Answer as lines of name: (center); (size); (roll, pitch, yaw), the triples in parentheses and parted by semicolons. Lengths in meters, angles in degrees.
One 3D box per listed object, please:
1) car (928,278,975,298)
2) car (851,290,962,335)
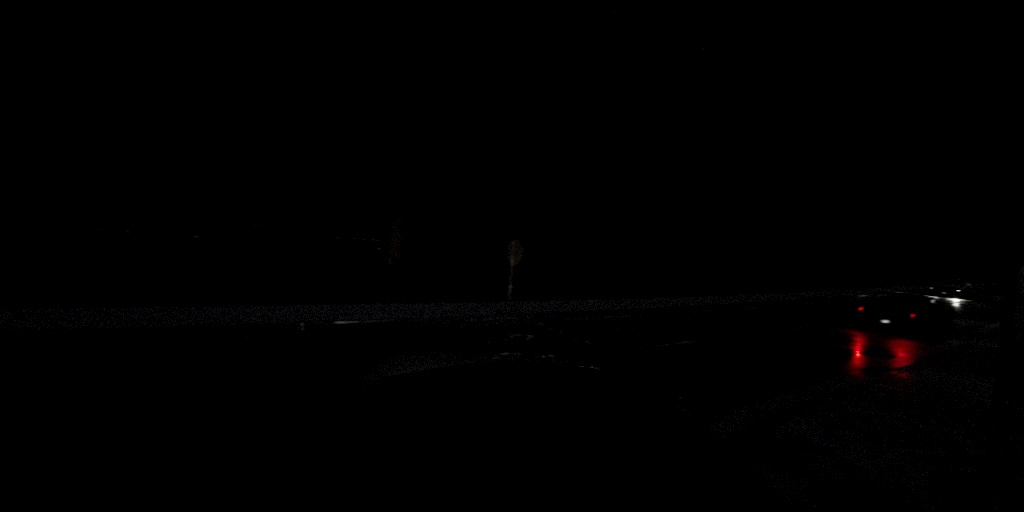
car: (36.027, 2.580, 29.323); (5.357, 1.411, 2.033); (2, 3, -31)
car: (15.151, 2.093, 13.807); (4.718, 1.301, 1.895); (2, 3, -31)
